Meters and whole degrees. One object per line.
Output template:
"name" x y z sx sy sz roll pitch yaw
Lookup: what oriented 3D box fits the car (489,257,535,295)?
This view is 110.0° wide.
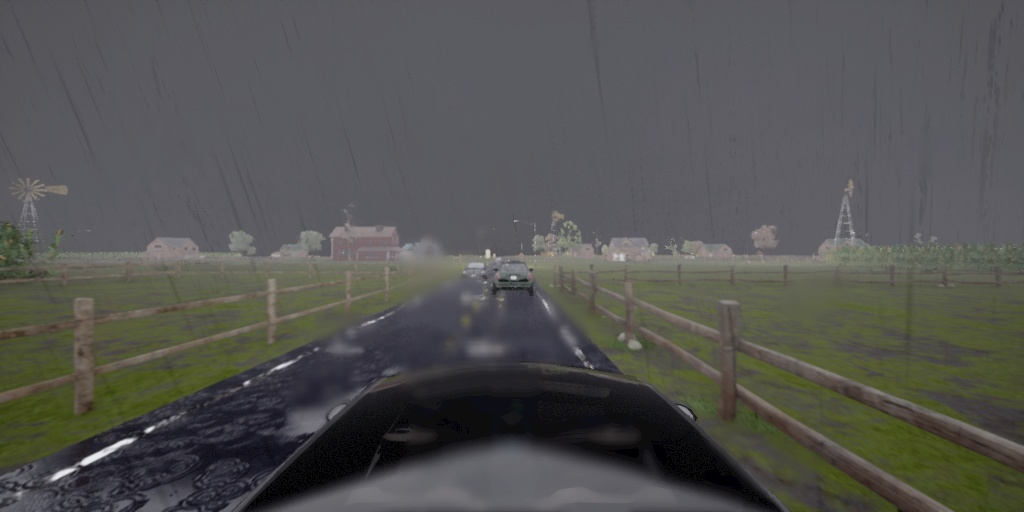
"car" 0.088 1.046 19.314 2.097 1.767 4.553 0 0 0

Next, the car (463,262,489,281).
"car" -2.839 1.188 29.016 1.812 1.442 4.674 0 0 0
